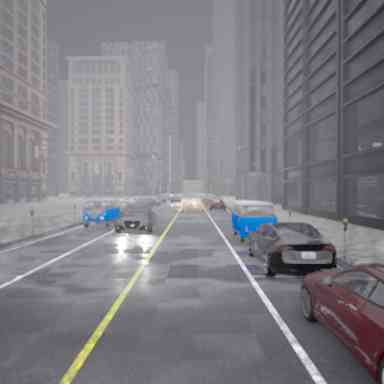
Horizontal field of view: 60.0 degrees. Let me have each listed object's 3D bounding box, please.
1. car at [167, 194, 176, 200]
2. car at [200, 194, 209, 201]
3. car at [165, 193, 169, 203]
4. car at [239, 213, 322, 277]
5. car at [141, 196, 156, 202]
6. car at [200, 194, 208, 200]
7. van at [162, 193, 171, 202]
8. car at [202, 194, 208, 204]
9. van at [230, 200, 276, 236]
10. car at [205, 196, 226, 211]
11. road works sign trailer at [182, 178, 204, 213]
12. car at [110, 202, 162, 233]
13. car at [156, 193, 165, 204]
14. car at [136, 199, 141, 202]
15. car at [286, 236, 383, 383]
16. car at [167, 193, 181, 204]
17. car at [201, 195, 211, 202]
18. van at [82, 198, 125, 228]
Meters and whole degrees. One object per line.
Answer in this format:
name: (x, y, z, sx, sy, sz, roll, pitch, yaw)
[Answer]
car: (-5.524, 1.274, 88.995, 2.008, 1.369, 4.403, 0, 0, 0)
car: (2.971, 1.205, 77.691, 1.967, 1.590, 4.097, 0, 0, 0)
car: (-5.600, 1.391, 60.791, 1.947, 1.339, 4.313, 0, 0, 0)
car: (2.787, 1.539, 10.003, 1.947, 1.339, 4.313, 0, 0, 0)
car: (-5.662, 1.461, 38.226, 1.947, 1.339, 4.313, 0, 0, 0)
car: (2.986, 1.295, 83.332, 2.008, 1.369, 4.403, 0, 0, 0)
van: (-5.570, 1.127, 72.071, 1.690, 1.788, 3.998, 0, 0, 0)
car: (2.894, 1.412, 49.487, 2.008, 1.369, 4.403, 0, 0, 0)
van: (2.802, 1.298, 15.643, 1.690, 1.788, 3.998, 0, 0, 0)
car: (2.863, 1.440, 38.206, 1.887, 1.381, 4.507, 0, 0, 0)
road works sign trailer: (0.095, 0.368, 34.946, 2.380, 3.560, 2.880, 0, 0, 0)
car: (-3.048, 1.512, 18.966, 1.994, 1.385, 4.181, 0, 0, 0)
car: (-5.632, 1.302, 49.508, 1.967, 1.590, 4.097, 0, 0, 0)
car: (-5.692, 1.471, 26.945, 1.887, 1.381, 4.507, 0, 0, 0)
car: (2.772, 1.570, 4.362, 1.802, 1.307, 4.206, 0, 0, 0)
car: (-2.871, 1.376, 59.801, 2.033, 1.411, 5.357, 0, 0, 1)
car: (2.956, 1.337, 72.050, 2.008, 1.369, 4.403, 0, 0, 0)
van: (-5.709, 1.283, 21.304, 1.690, 1.788, 3.998, 0, 0, 0)
